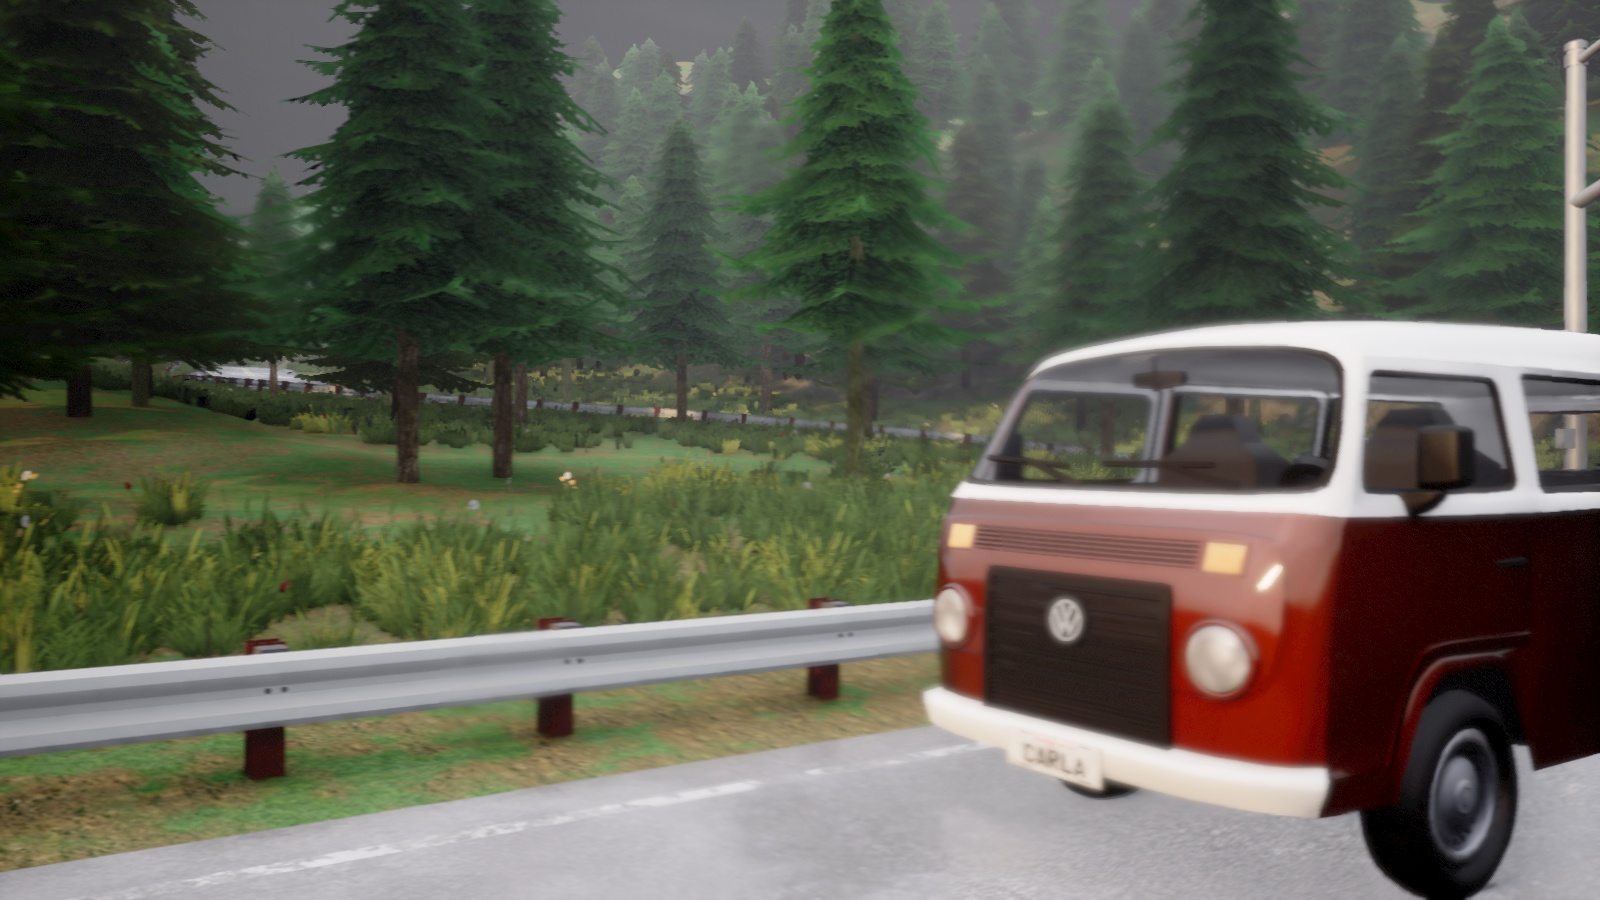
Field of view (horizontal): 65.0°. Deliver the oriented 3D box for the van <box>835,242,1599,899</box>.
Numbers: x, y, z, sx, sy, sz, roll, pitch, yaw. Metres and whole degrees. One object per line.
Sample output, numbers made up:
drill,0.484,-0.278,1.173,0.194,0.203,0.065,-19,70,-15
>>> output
van,2.576,0.476,5.416,4.480,2.038,2.069,0,0,-34
